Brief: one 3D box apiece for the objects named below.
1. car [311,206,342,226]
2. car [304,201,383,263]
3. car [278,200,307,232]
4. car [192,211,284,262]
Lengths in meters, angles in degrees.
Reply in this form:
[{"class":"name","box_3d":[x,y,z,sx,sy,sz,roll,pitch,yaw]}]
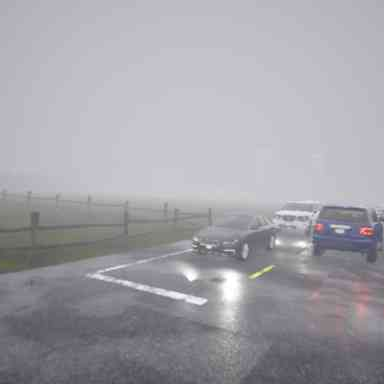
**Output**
[{"class":"car","box_3d":[12.171,2.099,29.938,1.812,1.442,4.674,2,0,32]},{"class":"car","box_3d":[6.620,1.530,13.856,2.150,2.045,5.566,2,0,33]},{"class":"car","box_3d":[6.980,1.561,21.401,2.150,2.045,5.566,2,0,32]},{"class":"car","box_3d":[1.821,1.612,12.956,1.837,1.490,4.892,2,0,31]}]
